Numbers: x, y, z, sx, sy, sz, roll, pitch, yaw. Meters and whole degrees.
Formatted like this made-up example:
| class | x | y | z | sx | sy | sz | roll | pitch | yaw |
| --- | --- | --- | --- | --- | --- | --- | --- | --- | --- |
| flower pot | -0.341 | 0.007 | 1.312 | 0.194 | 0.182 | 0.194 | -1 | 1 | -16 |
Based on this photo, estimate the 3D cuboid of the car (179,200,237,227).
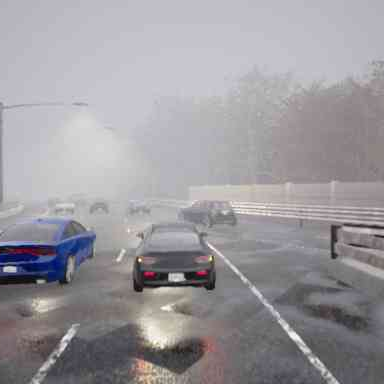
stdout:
| class | x | y | z | sx | sy | sz | roll | pitch | yaw |
| --- | --- | --- | --- | --- | --- | --- | --- | --- | --- |
| car | 0.940 | 1.332 | 22.083 | 2.097 | 1.767 | 4.553 | 0 | 0 | -31 |

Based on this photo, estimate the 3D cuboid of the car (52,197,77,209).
| class | x | y | z | sx | sy | sz | roll | pitch | yaw |
| --- | --- | --- | --- | --- | --- | --- | --- | --- | --- |
| car | -13.987 | 1.574 | 36.504 | 1.895 | 1.301 | 4.718 | 0 | 0 | -21 |

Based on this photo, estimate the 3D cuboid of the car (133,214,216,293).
| class | x | y | z | sx | sy | sz | roll | pitch | yaw |
| --- | --- | --- | --- | --- | --- | --- | --- | --- | --- |
| car | -0.500 | 1.519 | 8.808 | 1.812 | 1.442 | 4.674 | 0 | 0 | -5 |

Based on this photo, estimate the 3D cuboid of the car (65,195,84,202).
| class | x | y | z | sx | sy | sz | roll | pitch | yaw |
| --- | --- | --- | --- | --- | --- | --- | --- | --- | --- |
| car | -24.311 | 1.329 | 68.901 | 2.128 | 1.511 | 4.902 | 0 | 0 | -40 |

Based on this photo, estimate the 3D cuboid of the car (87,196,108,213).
| class | x | y | z | sx | sy | sz | roll | pitch | yaw |
| --- | --- | --- | --- | --- | --- | --- | --- | --- | --- |
| car | -10.384 | 1.476 | 36.733 | 1.837 | 1.490 | 4.892 | 0 | 0 | -20 |

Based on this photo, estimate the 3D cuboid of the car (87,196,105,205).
| class | x | y | z | sx | sy | sz | roll | pitch | yaw |
| --- | --- | --- | --- | --- | --- | --- | --- | --- | --- |
| car | -16.663 | 1.458 | 57.590 | 1.837 | 1.490 | 4.892 | 0 | -1 | -31 |

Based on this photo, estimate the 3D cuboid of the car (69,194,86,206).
| class | x | y | z | sx | sy | sz | roll | pitch | yaw |
| --- | --- | --- | --- | --- | --- | --- | --- | --- | --- |
| car | -18.411 | 1.485 | 53.838 | 1.812 | 1.442 | 4.674 | 0 | 0 | -29 |

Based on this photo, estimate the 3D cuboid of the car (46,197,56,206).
| class | x | y | z | sx | sy | sz | roll | pitch | yaw |
| --- | --- | --- | --- | --- | --- | --- | --- | --- | --- |
| car | -22.185 | 1.525 | 53.368 | 1.994 | 1.385 | 4.181 | 0 | 0 | -30 |

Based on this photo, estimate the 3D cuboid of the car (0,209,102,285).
| class | x | y | z | sx | sy | sz | roll | pitch | yaw |
| --- | --- | --- | --- | --- | --- | --- | --- | --- | --- |
| car | -4.042 | 1.471 | 9.458 | 1.882 | 1.535 | 5.008 | 0 | 0 | -5 |

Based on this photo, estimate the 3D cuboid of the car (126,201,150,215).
| class | x | y | z | sx | sy | sz | roll | pitch | yaw |
| --- | --- | --- | --- | --- | --- | --- | --- | --- | --- |
| car | -5.504 | 1.573 | 33.417 | 1.895 | 1.301 | 4.718 | 0 | 0 | -18 |
